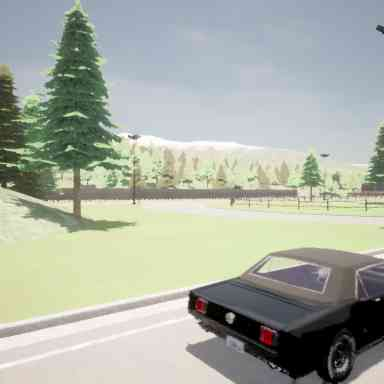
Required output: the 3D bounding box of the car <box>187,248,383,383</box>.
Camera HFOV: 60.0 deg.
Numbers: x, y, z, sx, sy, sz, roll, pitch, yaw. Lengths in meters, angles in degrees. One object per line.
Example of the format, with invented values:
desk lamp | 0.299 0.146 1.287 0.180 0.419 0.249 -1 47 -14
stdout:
car | 2.342 1.601 5.408 4.718 1.301 1.895 0 0 -35
